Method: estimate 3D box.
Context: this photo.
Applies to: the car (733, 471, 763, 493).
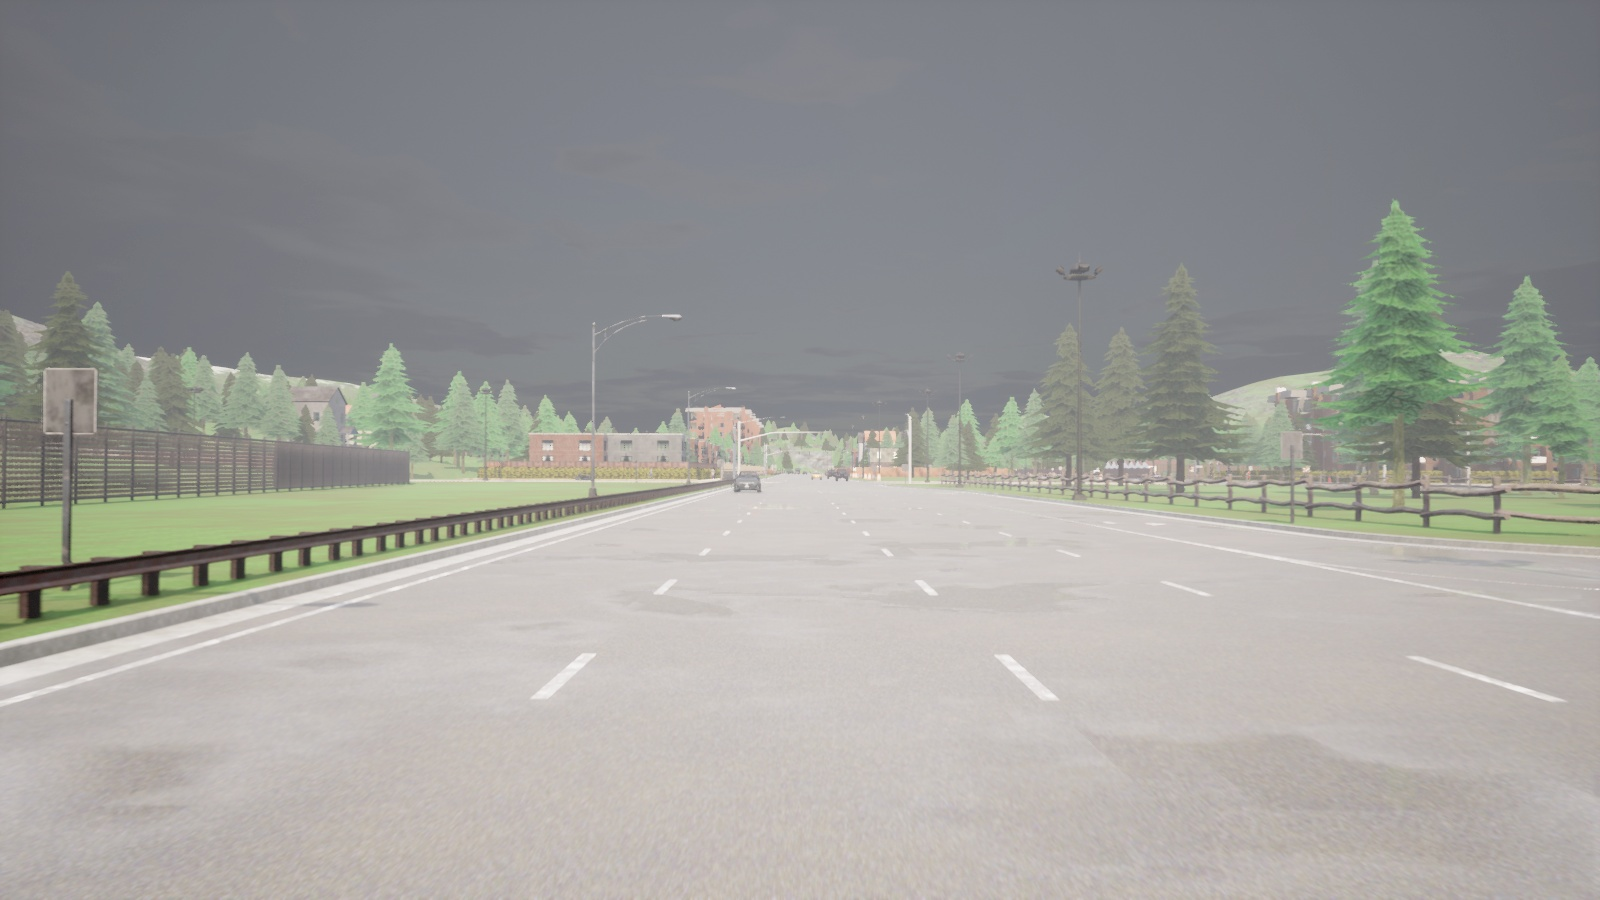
[{"bbox_3d":[-3.719,2.285,90.158,2.007,1.525,4.514,0,-1,0],"label":"car"}]
